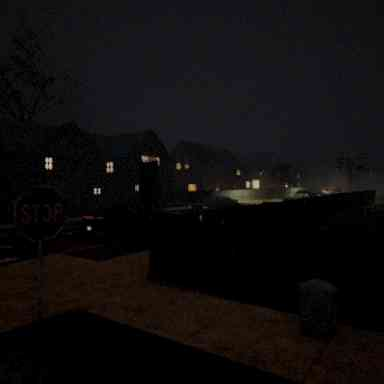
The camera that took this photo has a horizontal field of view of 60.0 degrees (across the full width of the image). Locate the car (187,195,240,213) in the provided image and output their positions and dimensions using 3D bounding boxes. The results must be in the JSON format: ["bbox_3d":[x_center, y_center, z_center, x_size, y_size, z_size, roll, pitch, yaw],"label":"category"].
[{"bbox_3d":[1.882,0.990,26.749,2.033,1.411,5.357,0,1,37],"label":"car"}]

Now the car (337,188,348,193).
[{"bbox_3d":[21.292,0.255,47.902,1.837,1.490,4.892,0,1,37],"label":"car"}]

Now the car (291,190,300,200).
[{"bbox_3d":[14.613,0.453,43.614,1.812,1.442,4.674,0,1,37],"label":"car"}]

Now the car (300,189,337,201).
[{"bbox_3d":[15.070,0.480,39.539,2.128,1.511,4.902,0,1,38],"label":"car"}]

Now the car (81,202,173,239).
[{"bbox_3d":[-2.819,1.227,15.724,2.128,1.511,4.902,0,1,37],"label":"car"}]
